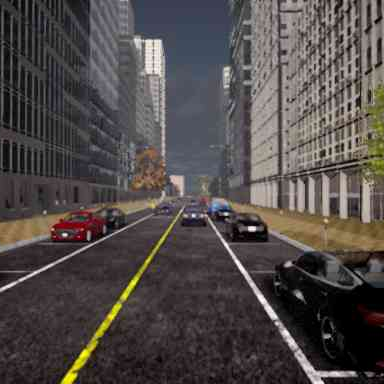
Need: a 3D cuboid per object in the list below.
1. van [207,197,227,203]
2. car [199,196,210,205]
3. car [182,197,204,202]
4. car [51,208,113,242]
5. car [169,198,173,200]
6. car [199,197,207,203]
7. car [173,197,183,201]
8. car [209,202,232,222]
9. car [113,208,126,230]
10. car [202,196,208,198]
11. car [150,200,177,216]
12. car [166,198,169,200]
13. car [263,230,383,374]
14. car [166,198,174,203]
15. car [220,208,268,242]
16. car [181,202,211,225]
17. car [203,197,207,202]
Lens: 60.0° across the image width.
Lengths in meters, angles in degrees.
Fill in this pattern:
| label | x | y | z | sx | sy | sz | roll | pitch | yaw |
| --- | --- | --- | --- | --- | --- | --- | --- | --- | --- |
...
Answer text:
| label | x | y | z | sx | sy | sz | roll | pitch | yaw |
| --- | --- | --- | --- | --- | --- | --- | --- | --- | --- |
| van | 2.732 | 1.605 | 34.163 | 1.690 | 1.788 | 3.998 | 0 | 0 | 0 |
| car | 2.778 | 1.854 | 74.006 | 2.192 | 1.841 | 5.009 | 0 | 0 | 0 |
| car | 0.142 | 1.753 | 42.384 | 2.033 | 1.649 | 4.856 | 0 | -1 | 0 |
| car | -5.669 | 1.680 | 17.101 | 1.887 | 1.381 | 4.507 | 0 | 0 | 0 |
| car | -5.597 | 2.126 | 79.718 | 2.008 | 1.369 | 4.403 | 0 | 0 | 0 |
| car | 2.790 | 2.138 | 85.558 | 1.752 | 1.417 | 4.829 | 0 | 0 | 0 |
| car | -2.912 | 1.878 | 77.615 | 1.837 | 1.490 | 4.892 | 0 | 0 | 0 |
| car | 2.725 | 1.788 | 28.467 | 1.947 | 1.339 | 4.313 | 0 | 0 | 0 |
| car | -5.663 | 1.745 | 22.793 | 1.947 | 1.339 | 4.313 | 0 | 0 | 0 |
| car | 2.765 | 1.778 | 62.622 | 2.192 | 1.841 | 5.009 | 0 | 0 | 0 |
| car | -3.053 | 1.846 | 36.575 | 1.994 | 1.385 | 4.181 | 0 | 0 | 0 |
| car | -5.623 | 1.975 | 56.949 | 2.008 | 1.369 | 4.403 | 0 | 0 | 0 |
| car | 2.699 | 1.613 | 5.699 | 1.947 | 1.339 | 4.313 | 0 | 0 | 0 |
| car | -5.591 | 2.177 | 85.410 | 1.947 | 1.339 | 4.313 | 0 | 0 | 0 |
| car | 2.712 | 1.702 | 17.083 | 1.947 | 1.339 | 4.313 | 0 | 0 | 0 |
| car | 0.128 | 1.749 | 25.811 | 2.033 | 1.411 | 5.357 | 0 | 0 | 0 |
| car | 2.738 | 1.746 | 39.853 | 1.967 | 1.590 | 4.097 | 0 | 0 | 0 |
